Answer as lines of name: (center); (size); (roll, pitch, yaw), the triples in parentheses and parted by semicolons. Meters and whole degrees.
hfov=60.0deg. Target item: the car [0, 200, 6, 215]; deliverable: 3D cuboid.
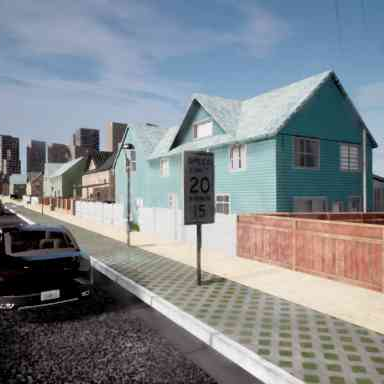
car: (-19.598, 1.504, 33.016); (2.128, 1.511, 4.902); (0, 0, -31)

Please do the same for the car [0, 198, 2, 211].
car: (-25.161, 1.508, 41.765); (2.128, 1.511, 4.902); (0, 0, -32)

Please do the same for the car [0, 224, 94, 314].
car: (-3.703, 1.507, 7.710); (1.837, 1.490, 4.892); (0, 0, -32)
